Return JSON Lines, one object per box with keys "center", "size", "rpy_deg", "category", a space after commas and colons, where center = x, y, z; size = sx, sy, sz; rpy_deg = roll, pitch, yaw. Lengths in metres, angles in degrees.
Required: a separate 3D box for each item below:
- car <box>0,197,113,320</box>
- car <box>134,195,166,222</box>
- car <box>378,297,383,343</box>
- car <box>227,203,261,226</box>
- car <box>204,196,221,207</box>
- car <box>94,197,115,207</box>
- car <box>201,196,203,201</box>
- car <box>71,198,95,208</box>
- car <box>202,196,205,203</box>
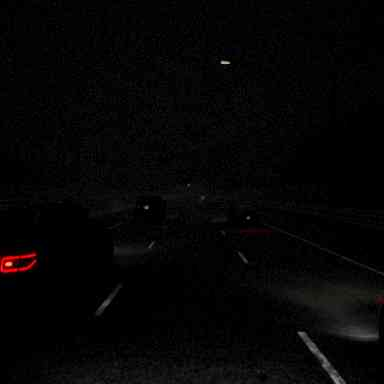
{"center": [-3.393, 1.236, 7.462], "size": [2.150, 2.045, 5.566], "rpy_deg": [0, 0, 0], "category": "car"}
{"center": [-3.377, 1.282, 27.377], "size": [2.150, 2.045, 5.566], "rpy_deg": [0, 0, 0], "category": "car"}
{"center": [3.603, 1.357, 2.718], "size": [2.097, 1.767, 4.553], "rpy_deg": [0, 0, 0], "category": "car"}
{"center": [3.621, 1.529, 23.826], "size": [1.882, 1.535, 5.008], "rpy_deg": [0, 0, 0], "category": "car"}
{"center": [3.546, 1.636, 53.735], "size": [2.163, 1.488, 4.792], "rpy_deg": [0, 0, 0], "category": "car"}
{"center": [-14.014, 1.610, 53.564], "size": [1.882, 1.535, 5.008], "rpy_deg": [0, 0, 1], "category": "car"}
{"center": [3.565, 1.707, 75.708], "size": [1.837, 1.490, 4.892], "rpy_deg": [0, 0, 0], "category": "car"}
{"center": [-17.509, 1.680, 53.515], "size": [2.033, 1.411, 5.357], "rpy_deg": [0, 0, 1], "category": "car"}
{"center": [3.556, 1.714, 64.706], "size": [2.033, 1.411, 5.357], "rpy_deg": [0, 0, 0], "category": "car"}
